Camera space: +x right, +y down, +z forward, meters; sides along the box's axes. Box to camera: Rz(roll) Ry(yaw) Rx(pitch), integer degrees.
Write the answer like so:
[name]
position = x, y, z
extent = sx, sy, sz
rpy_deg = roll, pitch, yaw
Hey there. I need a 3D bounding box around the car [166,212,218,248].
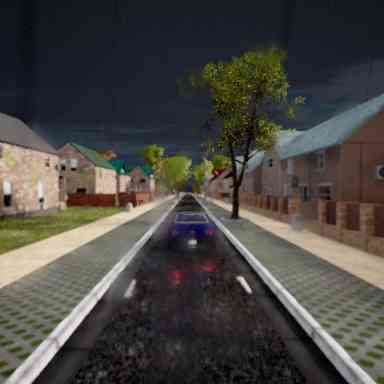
[car]
position = -0.071, 1.481, 14.084
extent = 1.895, 1.301, 4.718
rpy_deg = 0, 0, -2
